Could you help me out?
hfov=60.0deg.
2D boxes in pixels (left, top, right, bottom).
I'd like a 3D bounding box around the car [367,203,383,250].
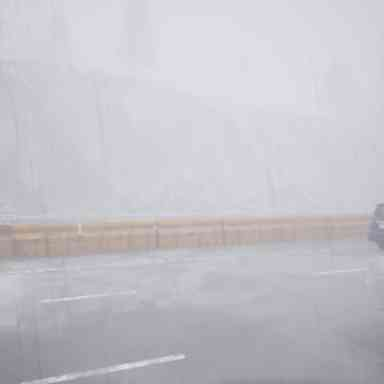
[{"bbox_3d":[9.945,1.418,13.610,5.566,2.045,2.150,0,-1,-16],"label":"car"}]
